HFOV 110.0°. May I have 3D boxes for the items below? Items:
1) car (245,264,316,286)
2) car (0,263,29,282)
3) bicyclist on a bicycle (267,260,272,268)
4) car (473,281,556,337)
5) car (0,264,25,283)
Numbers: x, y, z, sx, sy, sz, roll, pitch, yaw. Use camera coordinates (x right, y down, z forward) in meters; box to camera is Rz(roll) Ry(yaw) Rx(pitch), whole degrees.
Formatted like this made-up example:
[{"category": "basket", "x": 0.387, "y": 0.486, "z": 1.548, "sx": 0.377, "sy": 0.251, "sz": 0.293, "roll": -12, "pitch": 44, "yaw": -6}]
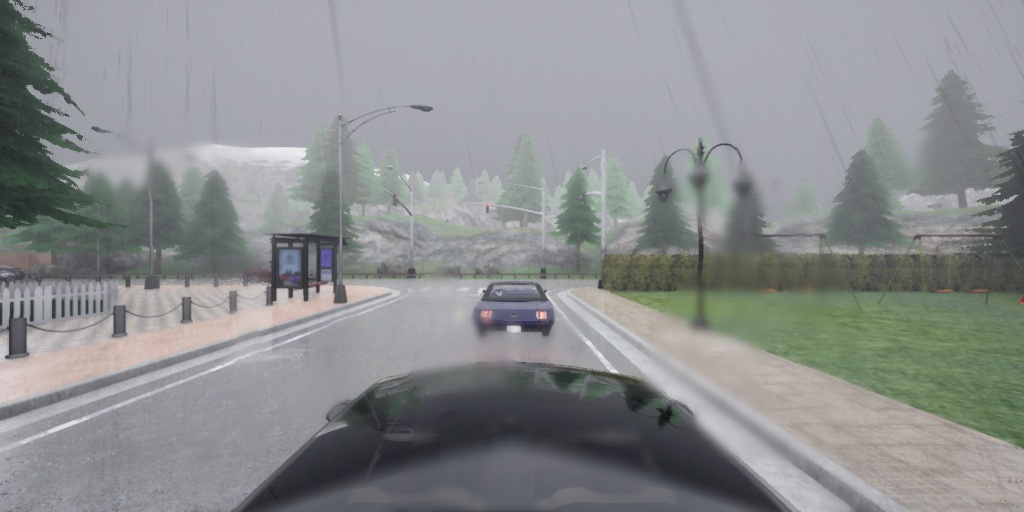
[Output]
[{"category": "car", "x": -15.826, "y": 1.233, "z": 25.094, "sx": 5.008, "sy": 1.535, "sz": 1.882, "roll": 0, "pitch": 0, "yaw": 0}, {"category": "car", "x": -42.369, "y": 1.317, "z": 28.919, "sx": 4.181, "sy": 1.385, "sz": 1.994, "roll": 0, "pitch": 0, "yaw": 0}, {"category": "bicyclist on a bicycle", "x": -21.621, "y": 1.205, "z": 32.239, "sx": 0.582, "sy": 1.620, "sz": 1.656, "roll": 0, "pitch": 0, "yaw": 0}, {"category": "car", "x": 0.076, "y": 1.347, "z": 10.234, "sx": 1.895, "sy": 1.301, "sz": 4.718, "roll": 0, "pitch": 0, "yaw": 0}, {"category": "car", "x": -37.914, "y": 1.247, "z": 25.347, "sx": 4.902, "sy": 1.511, "sz": 2.128, "roll": 0, "pitch": 0, "yaw": 1}]
